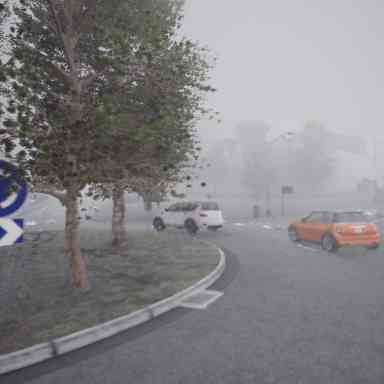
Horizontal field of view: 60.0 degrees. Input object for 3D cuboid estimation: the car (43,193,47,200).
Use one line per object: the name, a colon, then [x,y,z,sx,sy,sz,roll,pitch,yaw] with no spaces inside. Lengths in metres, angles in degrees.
car: [-28.151,0.832,57.434,4.553,1.767,2.185,-3,5,-31]

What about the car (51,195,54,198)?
car: [-29.300,0.471,63.210,4.553,1.767,2.185,-3,5,-31]

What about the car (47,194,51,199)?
car: [-28.777,0.809,60.302,4.792,1.488,2.163,-3,5,-31]

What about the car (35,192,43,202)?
car: [-27.578,1.166,54.561,4.792,1.488,2.163,-3,4,-31]

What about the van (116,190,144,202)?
van: [-11.061,0.700,59.510,4.442,1.987,1.878,-1,4,-29]

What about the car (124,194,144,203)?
car: [-10.685,1.111,56.510,5.008,1.535,2.097,-1,4,-29]

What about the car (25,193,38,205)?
car: [-27.024,1.358,51.657,4.674,1.452,2.002,-3,4,-31]

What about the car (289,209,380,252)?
car: [6.202,1.565,15.139,2.097,1.767,4.553,-1,-1,-9]

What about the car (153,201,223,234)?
car: [-0.381,1.655,22.589,2.150,2.045,5.566,2,-2,-43]
